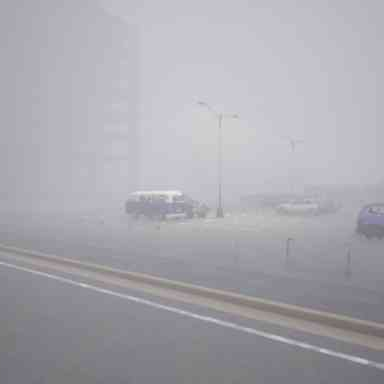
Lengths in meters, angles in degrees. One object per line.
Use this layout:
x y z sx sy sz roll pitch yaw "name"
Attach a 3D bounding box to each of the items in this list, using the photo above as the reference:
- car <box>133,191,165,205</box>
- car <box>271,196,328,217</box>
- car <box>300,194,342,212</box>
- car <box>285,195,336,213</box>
-7.798 1.105 60.586 1.882 1.535 5.008 1 0 36 "car"
9.224 1.327 28.651 3.806 1.475 1.970 1 0 36 "car"
12.441 1.084 33.209 4.605 1.855 1.932 1 0 36 "car"
10.914 1.295 31.002 3.905 1.438 1.784 1 0 36 "car"
